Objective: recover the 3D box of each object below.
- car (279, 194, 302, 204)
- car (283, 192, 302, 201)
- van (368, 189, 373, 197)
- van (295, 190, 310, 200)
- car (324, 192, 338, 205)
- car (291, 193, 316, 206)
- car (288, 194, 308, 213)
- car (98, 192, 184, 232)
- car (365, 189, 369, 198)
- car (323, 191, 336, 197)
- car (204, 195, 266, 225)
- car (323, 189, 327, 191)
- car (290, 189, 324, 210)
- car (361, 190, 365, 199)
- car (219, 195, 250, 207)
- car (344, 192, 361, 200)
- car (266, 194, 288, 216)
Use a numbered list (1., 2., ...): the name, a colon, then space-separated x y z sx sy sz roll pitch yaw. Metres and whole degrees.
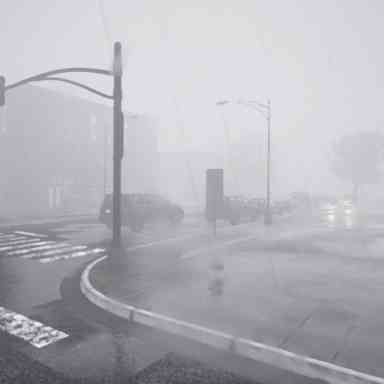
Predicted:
1. car: 14.818 0.967 49.660 1.895 1.301 4.718 1 1 35
2. car: 17.813 0.755 58.692 1.752 1.417 4.829 2 2 35
3. van: 40.587 0.298 76.852 1.690 1.788 3.998 1 2 35
4. van: 21.067 0.500 63.384 1.690 1.788 3.998 2 2 35
5. car: 18.495 1.006 44.959 1.947 1.339 4.313 1 2 35
6. car: 15.040 0.921 44.613 1.882 1.535 5.008 1 1 35
7. car: 9.028 1.193 31.289 2.008 1.369 4.403 1 2 35
8. car: -2.721 1.041 19.057 2.150 2.045 5.566 1 1 35
9. car: 34.370 0.620 67.881 1.752 1.417 4.829 1 2 35
10. car: 33.687 0.432 81.616 2.008 1.369 4.403 2 2 35
11. car: 2.719 1.091 22.169 2.192 1.841 5.009 1 2 35
12. car: 27.377 0.460 72.500 1.967 1.590 4.097 2 2 35
13. car: 12.187 0.890 35.841 2.192 1.841 5.009 1 2 35
14. car: 31.117 0.748 63.186 1.802 1.307 4.206 1 2 35
15. car: 5.287 1.065 40.606 1.947 1.339 4.313 1 2 35
16. car: 27.962 0.785 58.628 2.008 1.369 4.403 1 2 35
17. car: 5.874 1.149 26.729 1.967 1.590 4.097 1 2 35
